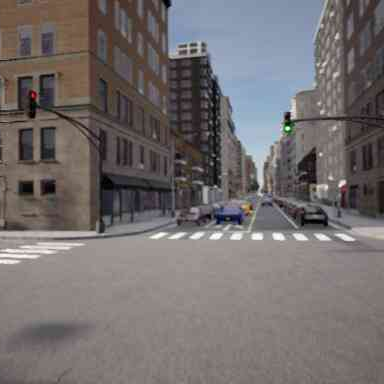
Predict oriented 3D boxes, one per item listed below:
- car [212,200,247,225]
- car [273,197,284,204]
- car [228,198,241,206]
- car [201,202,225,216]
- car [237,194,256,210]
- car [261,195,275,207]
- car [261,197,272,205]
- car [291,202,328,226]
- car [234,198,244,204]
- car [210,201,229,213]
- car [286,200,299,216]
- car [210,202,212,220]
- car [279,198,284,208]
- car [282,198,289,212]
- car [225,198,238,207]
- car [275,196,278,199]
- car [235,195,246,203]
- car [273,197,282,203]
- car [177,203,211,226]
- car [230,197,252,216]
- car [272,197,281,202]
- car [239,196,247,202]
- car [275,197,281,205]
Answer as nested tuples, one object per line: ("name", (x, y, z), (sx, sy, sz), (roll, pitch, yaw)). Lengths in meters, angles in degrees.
("car", (3.040, 1.627, 26.015), (1.882, 1.535, 5.008), (-1, 0, 12))
("car", (18.740, 1.807, 72.175), (1.947, 1.339, 4.313), (0, 0, 12))
("car", (8.100, 1.909, 63.112), (1.947, 1.339, 4.313), (0, 0, 12))
("car", (2.356, 1.786, 36.069), (2.008, 1.369, 4.403), (0, 0, 12))
("car", (7.239, 1.579, 45.356), (2.097, 1.767, 4.553), (-1, 0, 12))
("car", (12.234, 1.741, 54.423), (1.812, 1.442, 4.674), (-1, 0, 12))
("car", (14.341, 1.801, 64.344), (2.033, 1.411, 5.357), (-1, 0, 12))
("car", (8.398, 1.613, 23.485), (1.947, 1.339, 4.313), (0, 0, 12))
("car", (10.398, 1.951, 73.929), (1.947, 1.339, 4.313), (0, 0, 12))
("car", (3.505, 1.802, 41.478), (1.887, 1.381, 4.507), (0, 0, 12))
("car", (9.547, 1.614, 28.895), (1.887, 1.381, 4.507), (0, 0, 12))
("car", (1.207, 1.779, 30.660), (1.947, 1.339, 4.313), (0, 0, 12))
("car", (11.845, 1.658, 39.715), (1.887, 1.381, 4.507), (0, 0, 12))
("car", (10.696, 1.642, 34.305), (2.008, 1.369, 4.403), (0, 0, 12))
("car", (6.916, 1.847, 57.537), (1.752, 1.417, 4.829), (0, 0, 12))
("car", (16.441, 1.750, 61.355), (2.008, 1.369, 4.403), (0, 0, 12))
("car", (11.546, 1.720, 79.339), (2.192, 1.841, 5.009), (0, 0, 12))
("car", (19.889, 1.844, 77.585), (1.802, 1.307, 4.206), (0, 0, 12))
("car", (0.059, 1.773, 25.252), (1.802, 1.307, 4.206), (0, 0, 12))
("car", (5.073, 1.666, 35.460), (1.882, 1.535, 5.008), (-1, 0, 12))
("car", (21.038, 1.848, 82.995), (1.947, 1.339, 4.313), (0, 0, 12))
("car", (13.844, 1.888, 90.155), (1.967, 1.590, 4.097), (0, 0, 12))
("car", (14.143, 1.723, 50.535), (1.947, 1.339, 4.313), (0, 0, 12))
